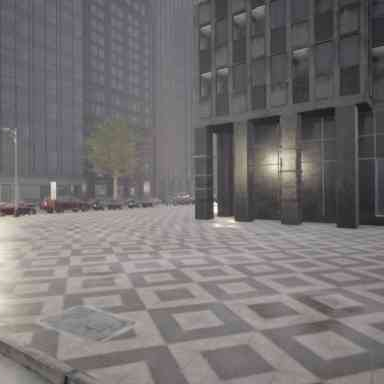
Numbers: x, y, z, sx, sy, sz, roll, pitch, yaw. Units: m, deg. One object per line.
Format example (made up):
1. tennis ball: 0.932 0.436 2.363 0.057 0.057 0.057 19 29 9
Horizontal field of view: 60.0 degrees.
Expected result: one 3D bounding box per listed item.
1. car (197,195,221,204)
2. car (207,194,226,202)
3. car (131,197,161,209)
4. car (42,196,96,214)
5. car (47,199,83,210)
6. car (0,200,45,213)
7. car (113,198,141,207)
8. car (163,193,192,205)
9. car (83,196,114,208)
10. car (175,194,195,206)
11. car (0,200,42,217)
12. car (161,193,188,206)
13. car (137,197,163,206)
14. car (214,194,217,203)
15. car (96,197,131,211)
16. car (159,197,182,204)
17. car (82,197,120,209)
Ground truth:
1. car: 3.238 1.422 62.781 2.128 1.511 4.902 -1 0 35
2. car: 5.628 1.295 76.554 2.192 1.841 5.009 -1 0 35
3. car: -6.583 1.508 43.860 1.947 1.339 4.313 -1 0 35
4. car: -12.992 1.290 34.582 2.192 1.841 5.009 -1 0 35
5. car: -16.799 1.641 44.067 1.802 1.307 4.206 -1 0 35
6. car: -20.003 1.642 39.427 1.947 1.339 4.313 -1 0 35
7. car: -10.391 1.612 53.349 1.802 1.307 4.206 -1 0 35
8. car: -2.565 1.193 59.664 2.150 2.045 5.566 -1 0 35
9. car: -13.597 1.484 48.708 1.967 1.590 4.097 -1 0 35
10. car: -0.176 1.461 53.141 1.887 1.381 4.507 -1 0 35
11. car: -16.194 1.576 29.940 1.802 1.307 4.206 -1 0 35
12. car: -2.442 1.440 54.465 2.128 1.511 4.902 -1 0 35
13. car: -7.284 1.544 57.849 1.752 1.417 4.829 -1 0 35
14. car: 3.026 1.221 57.782 2.192 1.841 5.009 -1 0 35
15. car: -9.786 1.524 39.221 1.947 1.339 4.313 -1 0 35
16. car: -3.982 1.573 62.631 1.947 1.339 4.313 -1 0 35
17. car: -12.418 1.494 45.557 1.882 1.535 5.008 -1 0 35
